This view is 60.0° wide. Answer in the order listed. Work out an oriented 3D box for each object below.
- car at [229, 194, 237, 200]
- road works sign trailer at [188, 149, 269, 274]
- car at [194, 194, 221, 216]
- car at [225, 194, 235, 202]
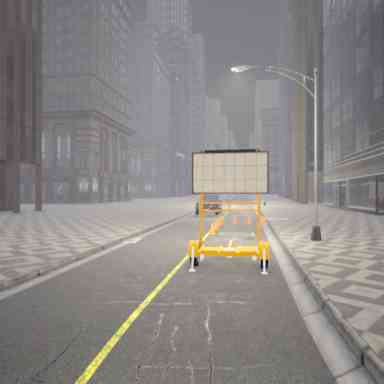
[{"bbox_3d":[11.214,1.288,90.059,1.994,1.385,4.181,0,0,9],"label":"car"},{"bbox_3d":[1.215,0.458,10.625,2.380,3.560,2.880,0,0,9],"label":"road works sign trailer"},{"bbox_3d":[1.650,1.181,32.400,2.150,2.045,5.566,0,0,9],"label":"car"},{"bbox_3d":[8.353,1.193,72.608,2.097,1.767,4.553,0,0,9],"label":"car"}]
